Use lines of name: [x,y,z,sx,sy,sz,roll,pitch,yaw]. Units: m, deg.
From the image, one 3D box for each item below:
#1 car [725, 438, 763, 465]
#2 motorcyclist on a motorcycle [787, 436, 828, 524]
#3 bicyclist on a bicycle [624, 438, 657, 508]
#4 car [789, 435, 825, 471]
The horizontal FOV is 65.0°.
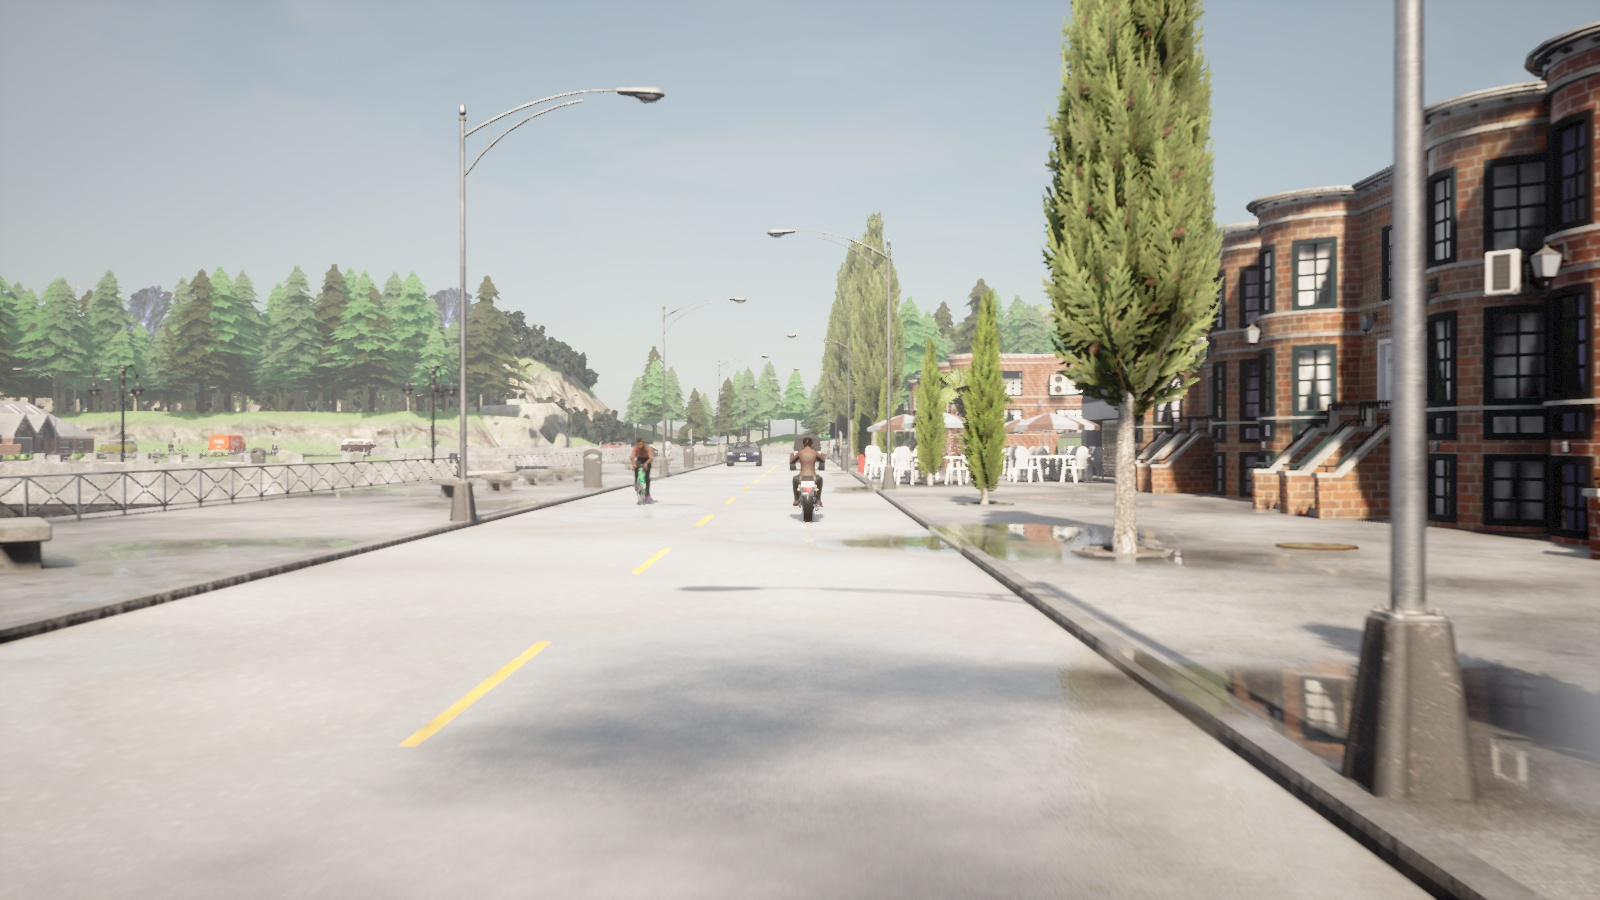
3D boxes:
car: [-3.539,0.070,80.239,2.152,1.651,5.027,0,0,0]
motorcyclist on a motorcycle: [0.152,0.558,24.679,0.766,1.649,2.350,0,0,0]
bicyclist on a bicycle: [-3.817,0.526,30.142,0.582,1.620,1.656,0,1,0]
car: [0.398,0.154,69.048,1.905,1.878,3.866,0,0,0]
